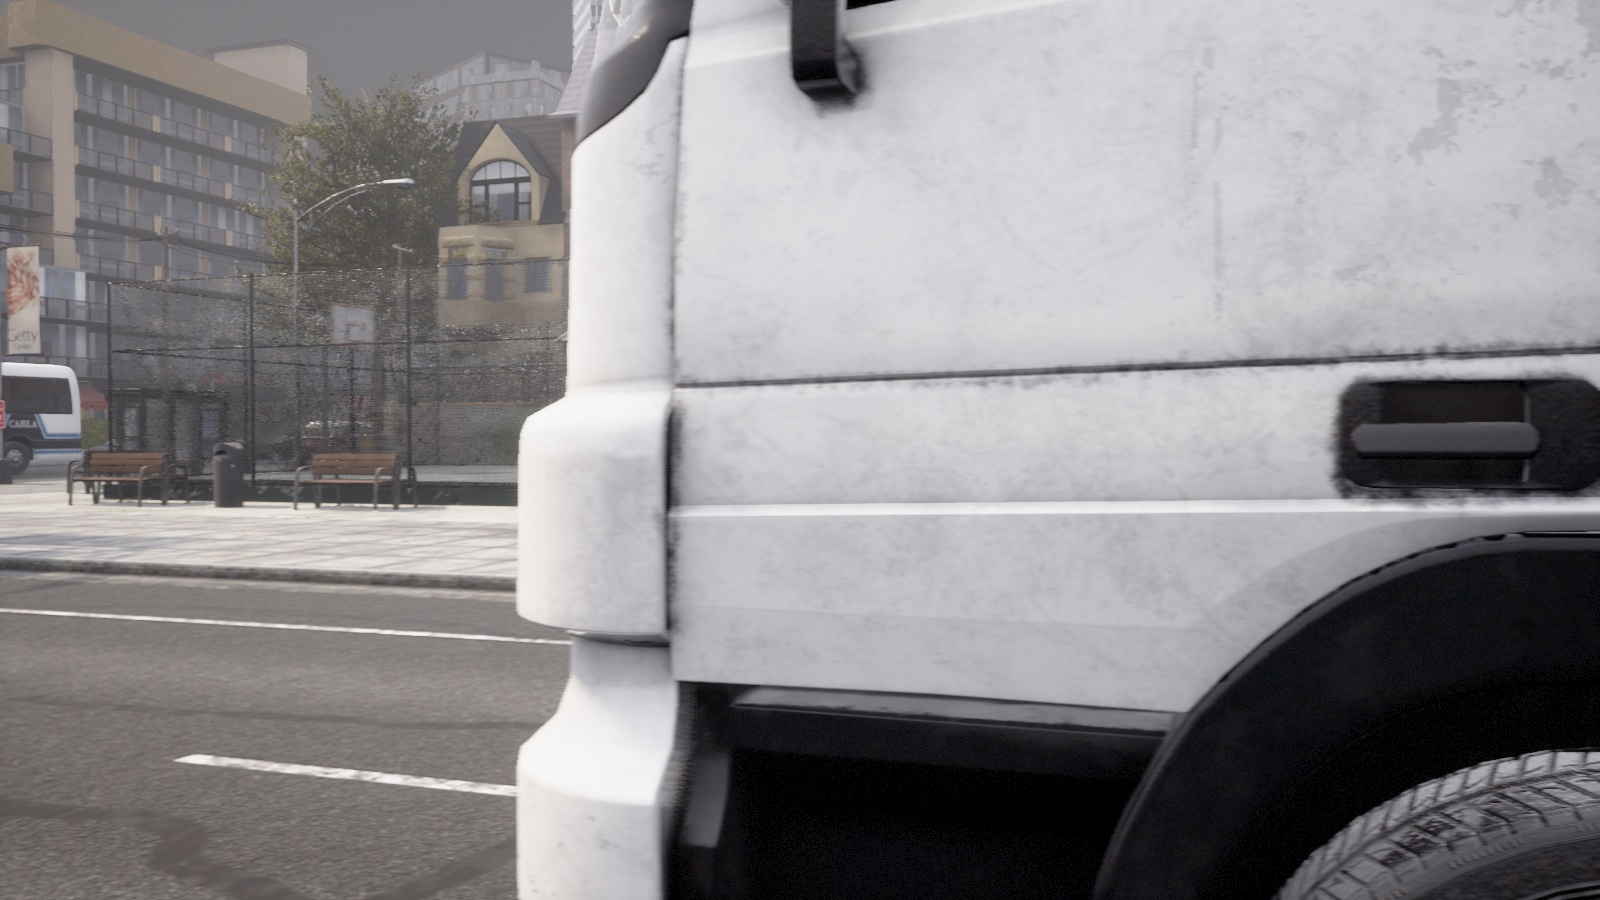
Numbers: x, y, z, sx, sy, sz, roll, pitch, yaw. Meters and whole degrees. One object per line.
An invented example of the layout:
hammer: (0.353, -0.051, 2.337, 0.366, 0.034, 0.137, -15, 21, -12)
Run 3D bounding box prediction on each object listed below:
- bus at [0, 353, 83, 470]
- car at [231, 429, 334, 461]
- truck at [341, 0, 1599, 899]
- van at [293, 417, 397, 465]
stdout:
bus: (-31.362, -1.382, 44.560, 3.944, 4.253, 10.273, 1, 1, 18)
car: (-25.547, -0.289, 62.217, 1.882, 1.535, 5.008, 1, 1, 18)
truck: (3.530, -0.174, 1.988, 7.936, 3.462, 2.891, 1, 1, 19)
van: (-20.280, -0.427, 56.179, 2.069, 2.038, 4.480, 1, 1, 18)
